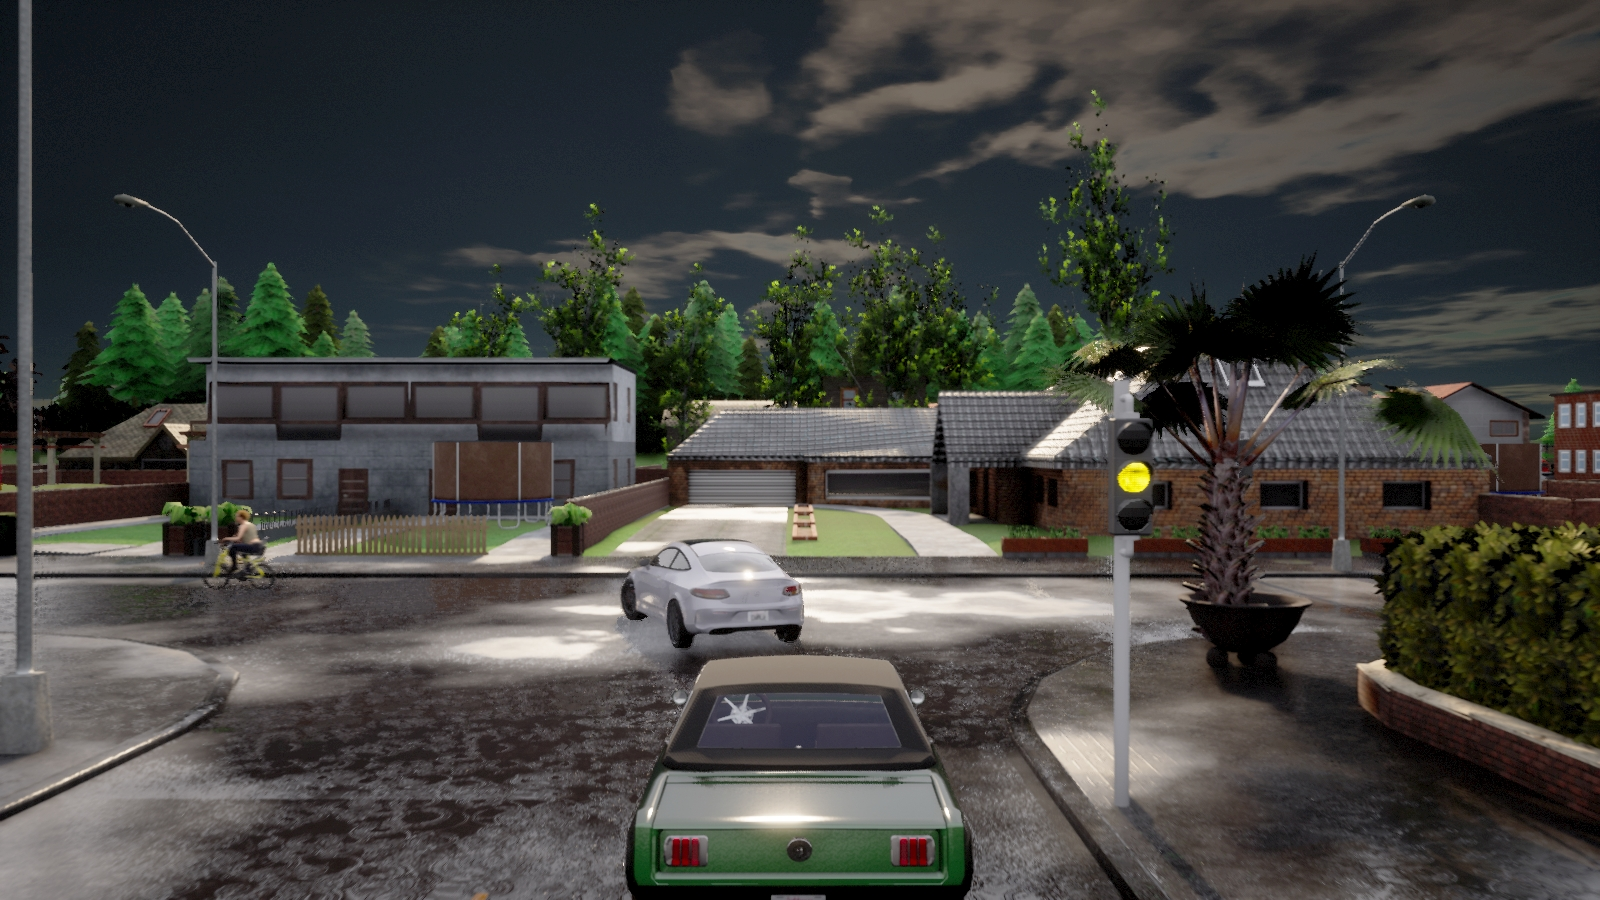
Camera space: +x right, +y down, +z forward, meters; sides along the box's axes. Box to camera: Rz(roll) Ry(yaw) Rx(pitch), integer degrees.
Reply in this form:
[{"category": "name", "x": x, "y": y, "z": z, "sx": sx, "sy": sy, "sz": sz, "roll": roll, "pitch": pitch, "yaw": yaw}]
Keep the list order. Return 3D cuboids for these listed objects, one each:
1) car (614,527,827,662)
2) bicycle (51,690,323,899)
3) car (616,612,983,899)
[{"category": "car", "x": -1.392, "y": 2.081, "z": 17.605, "sx": 2.002, "sy": 1.442, "sz": 4.674, "roll": 0, "pitch": 0, "yaw": -21}, {"category": "bicycle", "x": -2.797, "y": 2.060, "z": 5.414, "sx": 0.329, "sy": 1.471, "sz": 1.835, "roll": 0, "pitch": 0, "yaw": -1}, {"category": "car", "x": -0.009, "y": 2.155, "z": 8.258, "sx": 1.895, "sy": 1.301, "sz": 4.718, "roll": 0, "pitch": 0, "yaw": 0}]
